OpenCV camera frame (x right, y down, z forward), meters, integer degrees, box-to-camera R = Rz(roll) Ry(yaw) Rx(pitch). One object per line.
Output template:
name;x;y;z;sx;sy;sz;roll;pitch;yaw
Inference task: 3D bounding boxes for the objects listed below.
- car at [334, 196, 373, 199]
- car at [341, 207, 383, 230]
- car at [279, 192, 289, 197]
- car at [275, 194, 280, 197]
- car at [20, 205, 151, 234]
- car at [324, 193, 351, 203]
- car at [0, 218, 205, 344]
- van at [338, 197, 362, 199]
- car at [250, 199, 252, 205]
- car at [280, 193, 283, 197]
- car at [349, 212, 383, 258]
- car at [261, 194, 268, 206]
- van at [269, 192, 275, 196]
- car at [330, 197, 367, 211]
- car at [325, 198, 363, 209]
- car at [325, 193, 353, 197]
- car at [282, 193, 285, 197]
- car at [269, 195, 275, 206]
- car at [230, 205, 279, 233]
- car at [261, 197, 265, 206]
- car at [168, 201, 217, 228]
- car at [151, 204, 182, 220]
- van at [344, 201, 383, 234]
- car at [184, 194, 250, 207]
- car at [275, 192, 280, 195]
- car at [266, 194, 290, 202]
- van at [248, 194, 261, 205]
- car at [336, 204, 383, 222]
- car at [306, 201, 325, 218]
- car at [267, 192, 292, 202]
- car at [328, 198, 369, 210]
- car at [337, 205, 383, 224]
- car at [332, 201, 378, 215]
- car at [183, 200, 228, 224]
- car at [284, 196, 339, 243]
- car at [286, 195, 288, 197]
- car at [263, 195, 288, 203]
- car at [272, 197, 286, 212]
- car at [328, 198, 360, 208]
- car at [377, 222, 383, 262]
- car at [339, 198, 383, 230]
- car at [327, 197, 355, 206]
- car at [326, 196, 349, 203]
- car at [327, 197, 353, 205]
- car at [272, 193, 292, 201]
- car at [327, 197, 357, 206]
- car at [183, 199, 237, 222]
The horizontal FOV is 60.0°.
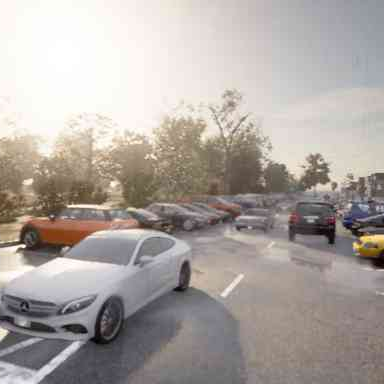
car;18.461;1.763;37.363;4.553;1.767;2.185;1;1;21
car;13.485;1.937;24.117;4.674;1.452;2.002;1;0;21
car;16.697;1.417;68.151;5.008;1.535;2.097;2;1;21
car;10.656;1.518;52.190;5.008;1.535;2.097;2;1;21
car;-4.241;1.267;12.654;4.553;1.767;2.185;1;0;21
car;33.500;1.378;76.990;5.566;2.045;2.435;1;1;21
car;-1.437;1.500;6.648;1.812;1.442;4.674;1;0;21
van;14.340;1.696;26.689;4.442;1.987;1.878;1;0;21
car;2.673;1.619;31.048;5.008;1.535;2.097;1;0;21
car;12.661;1.485;57.469;5.008;1.535;2.097;1;1;21
car;8.327;1.724;10.964;5.366;1.575;1.946;1;0;21
car;6.698;1.460;41.611;4.553;1.767;2.185;1;1;21
van;9.604;1.305;49.703;4.442;1.987;1.878;2;1;21
car;22.455;1.696;47.937;4.553;1.767;2.185;1;1;21
car;24.306;1.782;53.280;5.366;1.575;1.946;1;1;21
car;20.463;1.604;42.647;5.566;2.045;2.435;1;1;21
car;13.650;1.468;60.113;5.008;1.535;2.097;2;1;21
car;8.702;1.552;47.025;4.892;1.521;2.231;1;1;21
car;4.113;1.759;21.263;1.895;1.301;4.718;1;0;21
car;5.682;1.630;39.112;4.792;1.488;2.163;1;1;21
car;-1.288;1.492;20.592;4.892;1.521;2.231;1;0;21
car;-3.316;1.423;15.189;5.008;1.535;2.097;1;0;21
van;12.388;1.635;21.515;4.442;1.987;1.878;1;0;21
car;1.699;1.338;28.388;5.566;2.045;2.435;1;0;21
car;11.632;1.375;54.838;4.553;1.767;2.185;2;1;21
car;19.676;1.365;76.080;4.892;1.521;2.231;1;1;21
van;4.828;1.395;36.412;4.442;1.987;1.878;2;1;21
car;16.492;1.963;32.067;4.674;1.452;2.002;1;1;21
car;13.379;1.848;36.048;1.812;1.442;4.674;1;1;21
car;20.667;1.095;78.590;5.566;2.045;2.435;2;1;21
car;23.654;1.807;50.505;5.366;1.575;1.946;1;1;21
car;15.485;1.975;29.417;4.674;1.452;2.002;1;1;21
car;19.483;1.913;39.999;4.674;1.452;2.002;1;1;21
car;-0.302;1.553;23.104;4.792;1.488;2.163;2;0;21
car;6.467;1.437;17.857;2.150;2.045;5.566;1;0;21
car;15.698;1.434;65.510;5.008;1.535;2.097;1;1;21
car;17.694;1.402;70.793;4.892;1.521;2.231;1;1;21
car;11.366;1.721;40.189;2.128;1.511;4.902;1;1;21
car;25.480;1.813;55.857;4.674;1.452;2.002;1;1;21
car;7.500;1.738;8.256;4.674;1.452;2.002;1;0;21
car;11.526;1.580;18.821;5.566;2.045;2.435;1;0;21
car;28.471;1.762;63.789;4.674;1.452;2.002;1;1;21
car;32.471;1.689;74.361;4.674;1.452;2.002;1;1;21
car;29.475;1.746;66.430;4.674;1.452;2.002;1;1;21
car;22.740;1.171;83.986;4.553;1.767;2.185;1;0;21
car;27.502;1.769;61.134;4.792;1.488;2.163;1;1;21
car;0.696;1.586;25.746;4.792;1.488;2.163;1;0;21
